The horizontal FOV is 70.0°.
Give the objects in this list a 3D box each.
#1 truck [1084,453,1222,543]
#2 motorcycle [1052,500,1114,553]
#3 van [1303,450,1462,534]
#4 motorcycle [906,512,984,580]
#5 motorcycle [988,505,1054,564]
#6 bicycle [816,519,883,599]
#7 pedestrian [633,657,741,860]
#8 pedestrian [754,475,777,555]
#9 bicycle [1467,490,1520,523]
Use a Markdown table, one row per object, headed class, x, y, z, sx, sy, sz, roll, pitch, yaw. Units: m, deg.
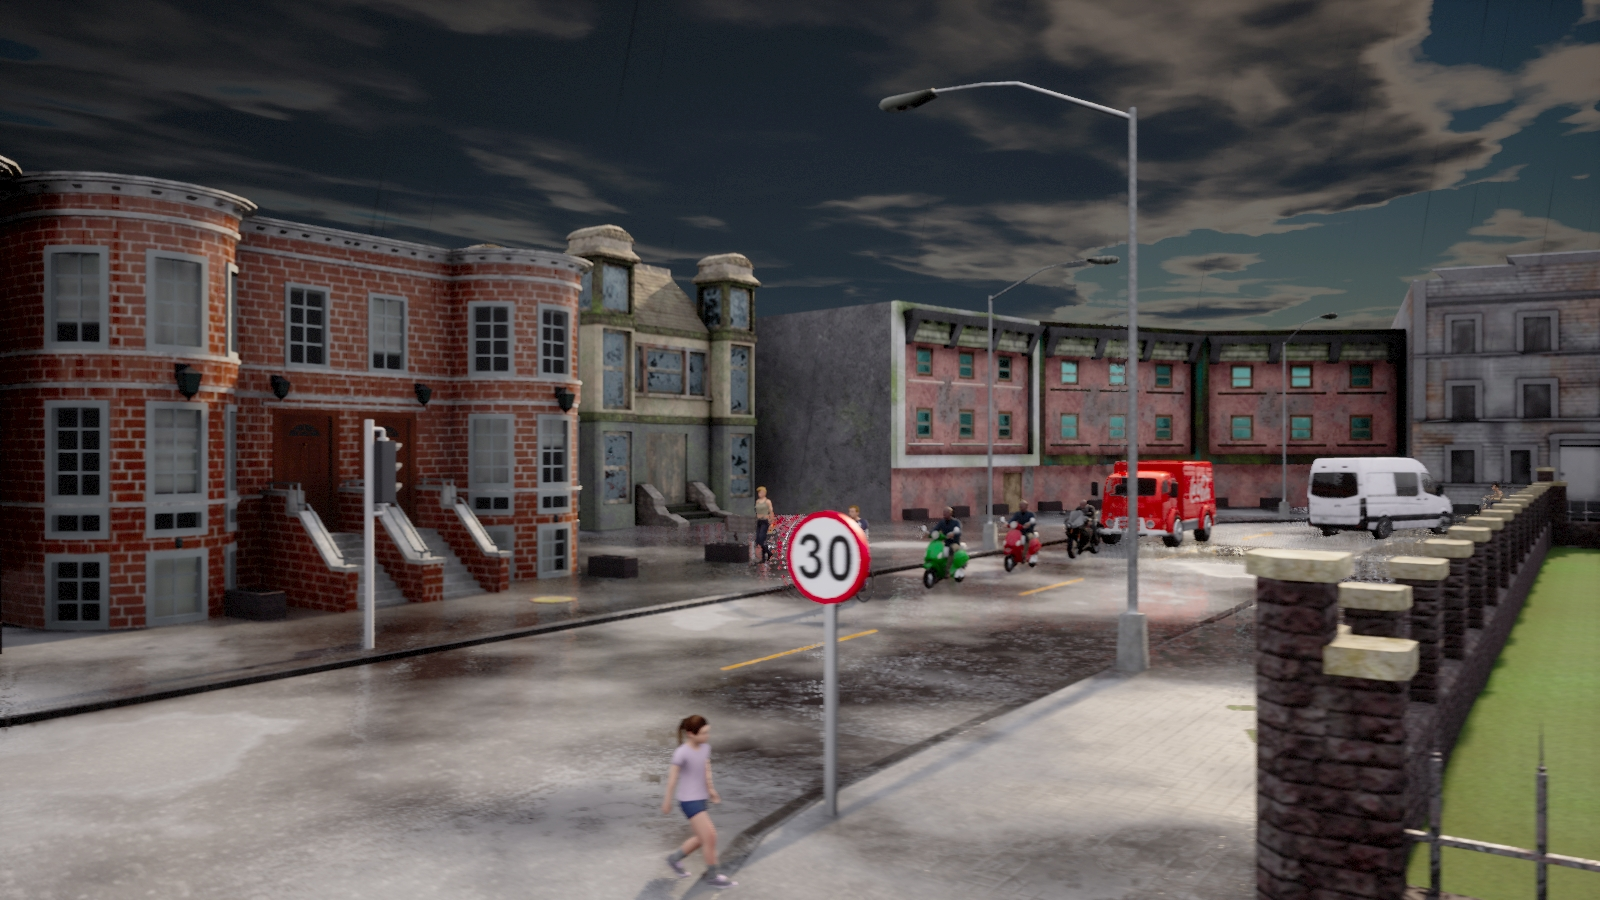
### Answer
| class | x | y | z | sx | sy | sz | roll | pitch | yaw |
| --- | --- | --- | --- | --- | --- | --- | --- | --- | --- |
| truck | 10.764 | 1.348 | 34.570 | 2.627 | 2.467 | 5.204 | 0 | 0 | 33 |
| motorcycle | 7.482 | 1.985 | 30.118 | 0.867 | 1.251 | 2.209 | 0 | 0 | 35 |
| van | 19.152 | 1.316 | 37.451 | 5.915 | 2.561 | 1.988 | 0 | -1 | -34 |
| motorcycle | 3.006 | 1.962 | 23.627 | 0.856 | 1.236 | 1.805 | 0 | 0 | 35 |
| motorcycle | 5.181 | 1.962 | 26.723 | 0.856 | 1.236 | 1.805 | 0 | 0 | 35 |
| bicycle | 0.914 | 1.936 | 20.640 | 0.373 | 1.296 | 1.643 | 0 | 0 | 35 |
| pedestrian | -0.704 | 1.915 | 7.196 | 0.500 | 1.100 | 0.500 | 0 | 0 | 23 |
| pedestrian | -0.809 | 1.525 | 26.923 | 0.375 | 1.860 | 0.375 | 0 | 0 | 43 |
| bicycle | 25.116 | 2.038 | 41.385 | 1.487 | 1.080 | 0.859 | 0 | 2 | 19 |
